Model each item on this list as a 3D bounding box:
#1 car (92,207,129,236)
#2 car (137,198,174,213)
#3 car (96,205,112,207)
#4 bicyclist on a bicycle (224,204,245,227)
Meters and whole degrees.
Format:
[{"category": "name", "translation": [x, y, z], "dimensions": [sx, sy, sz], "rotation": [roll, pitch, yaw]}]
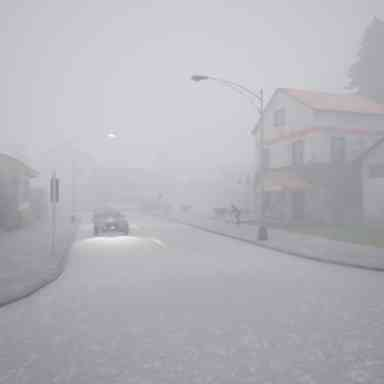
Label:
[{"category": "car", "translation": [-5.122, 1.887, 20.938], "dimensions": [1.994, 1.385, 4.181], "rotation": [0, -1, -17]}, {"category": "car", "translation": [-5.323, 1.916, 48.790], "dimensions": [5.566, 2.045, 2.150], "rotation": [2, -2, -41]}, {"category": "car", "translation": [-8.047, 1.950, 30.490], "dimensions": [1.882, 1.535, 5.008], "rotation": [0, -1, -17]}, {"category": "bicyclist on a bicycle", "translation": [2.968, 1.648, 23.183], "dimensions": [1.656, 1.620, 0.582], "rotation": [0, -1, -17]}]
